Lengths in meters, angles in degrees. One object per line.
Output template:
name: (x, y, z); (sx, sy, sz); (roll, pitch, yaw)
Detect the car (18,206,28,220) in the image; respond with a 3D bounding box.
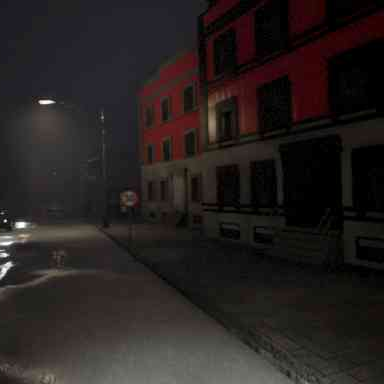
car: (-17.052, 2.024, 32.136); (1.895, 1.301, 4.718); (-2, 0, -22)

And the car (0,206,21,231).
car: (-13.157, 1.934, 22.614); (1.895, 1.301, 4.718); (-2, 0, -22)
